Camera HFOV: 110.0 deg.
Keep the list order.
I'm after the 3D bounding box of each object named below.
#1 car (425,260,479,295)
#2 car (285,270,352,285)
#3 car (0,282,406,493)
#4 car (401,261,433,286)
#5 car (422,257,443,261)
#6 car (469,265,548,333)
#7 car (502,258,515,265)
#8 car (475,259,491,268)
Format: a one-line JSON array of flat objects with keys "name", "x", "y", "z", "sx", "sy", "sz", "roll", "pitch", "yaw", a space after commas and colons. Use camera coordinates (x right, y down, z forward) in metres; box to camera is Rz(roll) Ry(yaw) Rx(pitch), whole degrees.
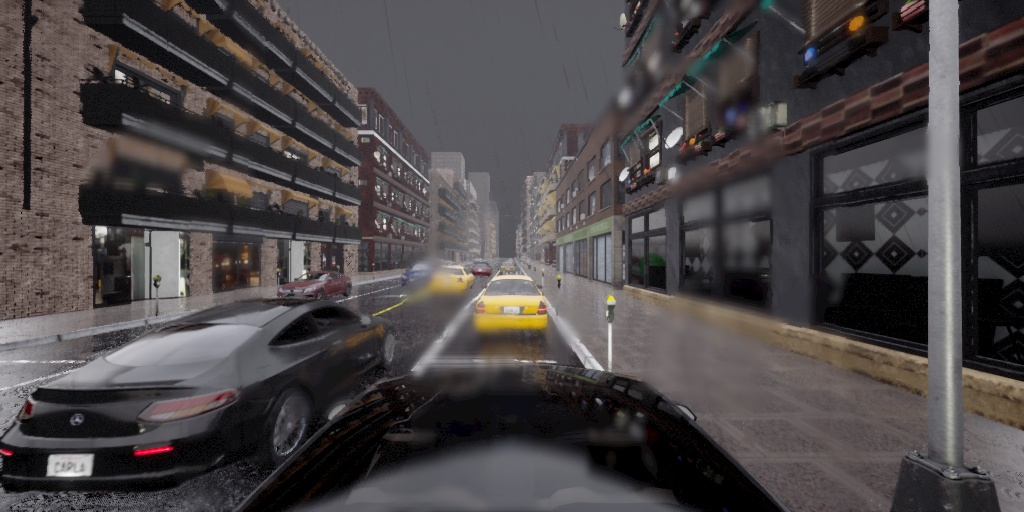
[{"name": "car", "x": -3.144, "y": 1.206, "z": 19.773, "sx": 1.801, "sy": 1.575, "sz": 5.366, "roll": 0, "pitch": 0, "yaw": 0}, {"name": "car", "x": -8.837, "y": 1.333, "z": 16.462, "sx": 1.802, "sy": 1.307, "sz": 4.207, "roll": 0, "pitch": 0, "yaw": 0}, {"name": "car", "x": -3.051, "y": 1.276, "z": 4.772, "sx": 1.812, "sy": 1.442, "sz": 4.674, "roll": 0, "pitch": 0, "yaw": 0}, {"name": "car", "x": -6.244, "y": 1.276, "z": 24.981, "sx": 1.812, "sy": 1.442, "sz": 4.674, "roll": 0, "pitch": 0, "yaw": 0}, {"name": "car", "x": -8.837, "y": 1.064, "z": 39.007, "sx": 2.192, "sy": 1.841, "sz": 5.009, "roll": 0, "pitch": 0, "yaw": 0}, {"name": "car", "x": 0.005, "y": 1.207, "z": 10.689, "sx": 1.801, "sy": 1.575, "sz": 5.366, "roll": 0, "pitch": 0, "yaw": 0}, {"name": "car", "x": -0.456, "y": 1.275, "z": 39.173, "sx": 1.751, "sy": 1.417, "sz": 4.829, "roll": 0, "pitch": 0, "yaw": 0}, {"name": "car", "x": -3.049, "y": 1.314, "z": 36.405, "sx": 1.994, "sy": 1.385, "sz": 4.181, "roll": 0, "pitch": 0, "yaw": 0}]
